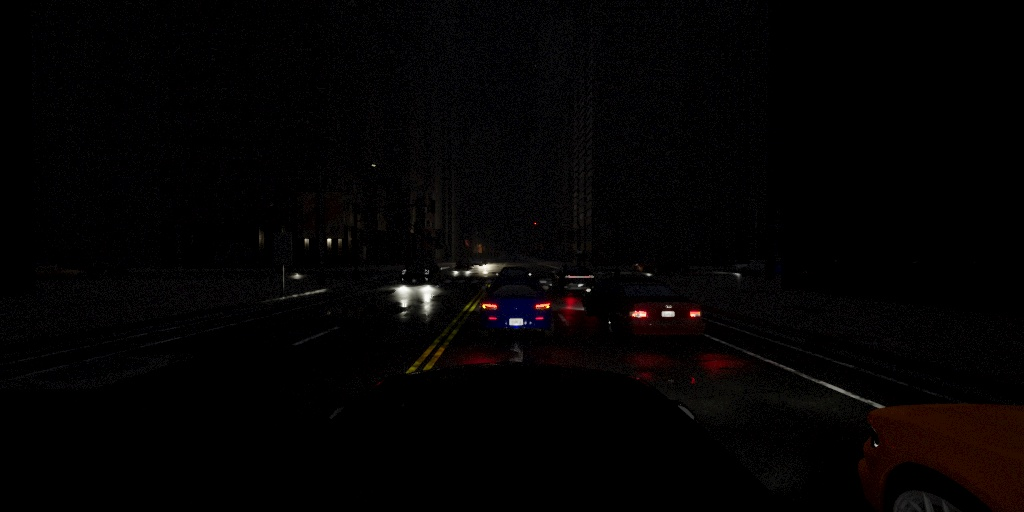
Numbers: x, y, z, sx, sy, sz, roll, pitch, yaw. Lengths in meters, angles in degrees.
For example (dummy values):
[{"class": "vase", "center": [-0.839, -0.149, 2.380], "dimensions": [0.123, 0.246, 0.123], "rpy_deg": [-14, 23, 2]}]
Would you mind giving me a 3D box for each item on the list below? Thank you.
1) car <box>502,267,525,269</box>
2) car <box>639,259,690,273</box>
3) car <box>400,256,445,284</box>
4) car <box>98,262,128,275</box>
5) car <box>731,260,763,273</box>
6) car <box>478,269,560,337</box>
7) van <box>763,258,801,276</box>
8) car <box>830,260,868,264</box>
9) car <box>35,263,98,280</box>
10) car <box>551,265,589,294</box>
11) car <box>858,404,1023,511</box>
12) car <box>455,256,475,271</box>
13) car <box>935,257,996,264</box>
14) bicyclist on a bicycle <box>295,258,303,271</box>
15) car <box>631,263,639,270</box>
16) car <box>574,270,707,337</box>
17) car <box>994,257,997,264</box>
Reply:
[{"class": "car", "center": [0.088, 1.286, 19.706], "dimensions": [2.033, 1.411, 5.357], "rpy_deg": [0, 0, 0]}, {"class": "car", "center": [17.703, 1.148, 41.164], "dimensions": [5.008, 1.535, 1.882], "rpy_deg": [0, 1, 0]}, {"class": "car", "center": [-6.603, 1.085, 26.391], "dimensions": [2.097, 1.767, 4.553], "rpy_deg": [0, 0, 0]}, {"class": "car", "center": [-46.436, 1.364, 40.692], "dimensions": [4.507, 1.381, 1.888], "rpy_deg": [0, 0, 0]}, {"class": "car", "center": [27.643, 1.184, 41.095], "dimensions": [4.674, 1.442, 1.812], "rpy_deg": [0, 1, 0]}, {"class": "car", "center": [0.089, 1.272, 10.132], "dimensions": [1.812, 1.442, 4.674], "rpy_deg": [0, 0, 0]}, {"class": "van", "center": [27.511, 1.086, 35.260], "dimensions": [3.998, 1.789, 1.690], "rpy_deg": [0, 0, 0]}, {"class": "car", "center": [32.952, 1.321, 35.230], "dimensions": [4.207, 1.307, 1.802], "rpy_deg": [0, 0, 0]}, {"class": "car", "center": [-40.840, 1.451, 32.173], "dimensions": [4.829, 1.417, 1.751], "rpy_deg": [0, 0, 0]}, {"class": "car", "center": [3.340, 1.230, 19.980], "dimensions": [2.128, 1.511, 4.902], "rpy_deg": [0, 0, 0]}, {"class": "car", "center": [3.350, 1.228, 0.407], "dimensions": [1.882, 1.535, 5.008], "rpy_deg": [0, 0, 0]}, {"class": "car", "center": [-6.605, 1.194, 48.933], "dimensions": [1.882, 1.535, 5.008], "rpy_deg": [0, 0, 0]}, {"class": "car", "center": [43.831, 1.169, 35.172], "dimensions": [4.097, 1.591, 1.967], "rpy_deg": [0, 0, 0]}, {"class": "bicyclist on a bicycle", "center": [-25.898, 1.003, 43.563], "dimensions": [0.582, 1.620, 1.656], "rpy_deg": [0, 1, 0]}, {"class": "car", "center": [16.673, 1.071, 43.843], "dimensions": [4.097, 1.591, 1.967], "rpy_deg": [0, 0, 0]}, {"class": "car", "center": [3.347, 1.294, 10.232], "dimensions": [2.033, 1.411, 5.357], "rpy_deg": [0, 0, 0]}, {"class": "car", "center": [49.272, 1.046, 35.143], "dimensions": [5.009, 1.841, 2.192], "rpy_deg": [0, 0, 0]}]
